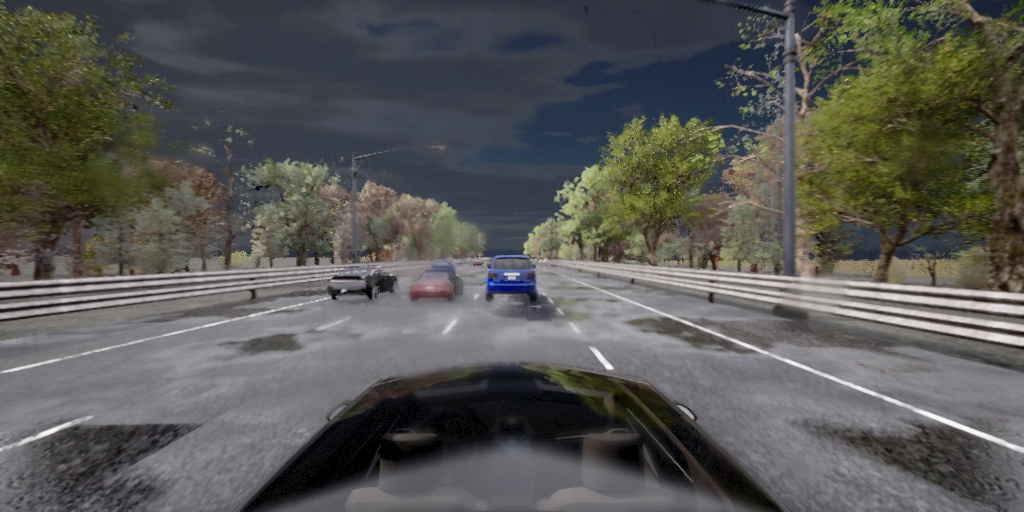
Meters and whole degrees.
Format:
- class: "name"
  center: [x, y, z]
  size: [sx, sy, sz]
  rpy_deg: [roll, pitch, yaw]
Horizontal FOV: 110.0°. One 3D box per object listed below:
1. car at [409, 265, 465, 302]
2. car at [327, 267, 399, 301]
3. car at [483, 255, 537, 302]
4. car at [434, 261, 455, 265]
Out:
- class: "car"
  center: [-3.506, 1.328, 17.313]
  size: [1.994, 1.385, 4.181]
  rpy_deg: [0, 0, 0]
- class: "car"
  center: [-7.008, 1.256, 17.383]
  size: [2.128, 1.511, 4.902]
  rpy_deg: [0, 0, 0]
- class: "car"
  center: [-0.006, 0.986, 17.318]
  size: [2.150, 2.045, 5.566]
  rpy_deg: [0, 0, 0]
- class: "car"
  center: [-7.017, 1.262, 37.065]
  size: [1.882, 1.535, 5.008]
  rpy_deg: [0, 0, 0]
